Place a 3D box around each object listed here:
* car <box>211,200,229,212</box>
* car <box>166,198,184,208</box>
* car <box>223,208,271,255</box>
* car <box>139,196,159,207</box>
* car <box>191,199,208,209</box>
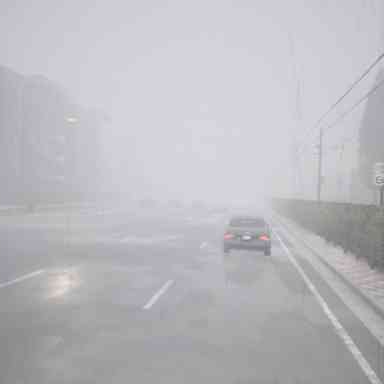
[{"bbox_3d":[3.631,1.771,42.179,1.812,1.442,4.674,2,0,10],"label":"car"},{"bbox_3d":[-2.418,1.543,48.247,1.812,1.442,4.674,2,0,10],"label":"car"},{"bbox_3d":[2.351,1.675,14.164,2.033,1.411,5.357,2,0,10],"label":"car"},{"bbox_3d":[-6.114,1.359,47.479,2.128,1.511,4.902,2,0,10],"label":"car"},{"bbox_3d":[1.154,1.726,48.390,1.994,1.385,4.181,2,0,10],"label":"car"}]
